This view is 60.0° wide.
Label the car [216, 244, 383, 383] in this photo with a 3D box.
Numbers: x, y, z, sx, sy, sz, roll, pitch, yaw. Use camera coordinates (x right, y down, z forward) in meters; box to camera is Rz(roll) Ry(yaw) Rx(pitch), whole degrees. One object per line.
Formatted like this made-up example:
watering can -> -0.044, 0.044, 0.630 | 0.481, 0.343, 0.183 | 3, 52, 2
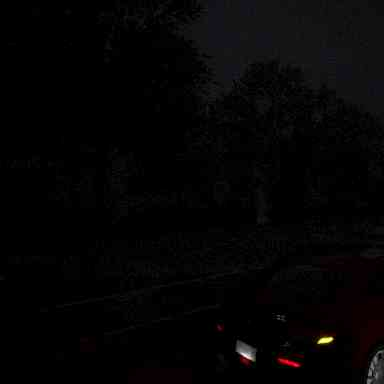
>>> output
car -> 2.448, 1.514, 4.883 | 4.674, 1.442, 1.812 | 0, 0, -36
